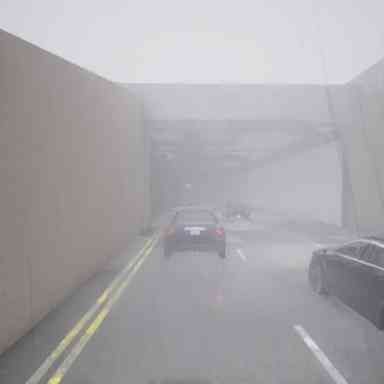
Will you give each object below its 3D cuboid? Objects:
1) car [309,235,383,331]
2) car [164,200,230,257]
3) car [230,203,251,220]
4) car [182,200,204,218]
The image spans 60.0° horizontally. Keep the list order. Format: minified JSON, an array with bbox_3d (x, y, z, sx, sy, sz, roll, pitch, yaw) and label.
[{"bbox_3d":[3.594,1.484,5.731,2.128,1.511,4.902,0,0,0],"label":"car"},{"bbox_3d":[0.103,1.334,12.935,2.097,1.767,4.553,0,0,0],"label":"car"},{"bbox_3d":[3.608,1.562,27.770,1.895,1.301,4.718,0,0,0],"label":"car"},{"bbox_3d":[0.095,1.484,30.387,1.812,1.442,4.674,0,0,0],"label":"car"}]
